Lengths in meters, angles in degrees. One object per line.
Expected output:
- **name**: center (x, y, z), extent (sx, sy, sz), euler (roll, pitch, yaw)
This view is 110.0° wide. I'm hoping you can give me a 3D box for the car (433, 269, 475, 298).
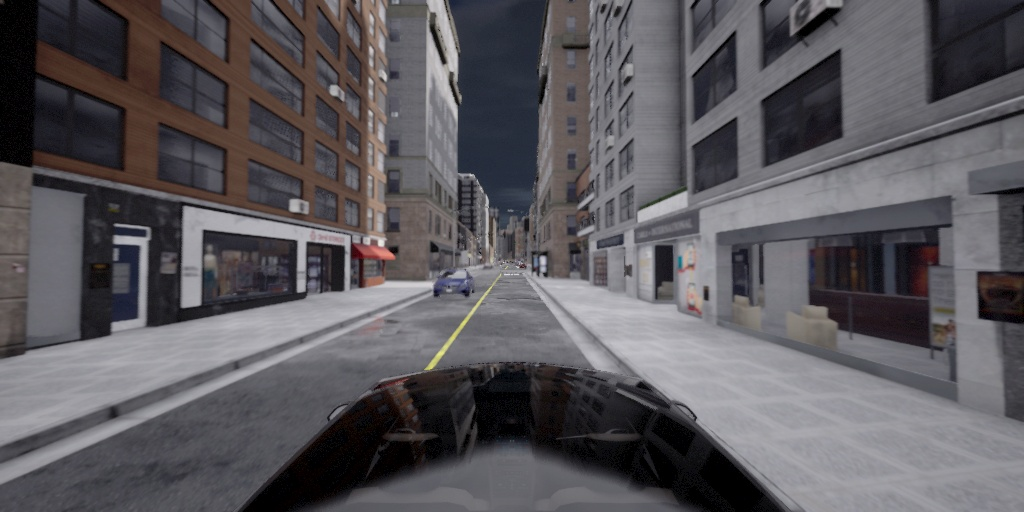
- **car**: center (-3.105, 1.476, 20.030), extent (1.812, 1.442, 4.674), euler (0, -1, 0)
